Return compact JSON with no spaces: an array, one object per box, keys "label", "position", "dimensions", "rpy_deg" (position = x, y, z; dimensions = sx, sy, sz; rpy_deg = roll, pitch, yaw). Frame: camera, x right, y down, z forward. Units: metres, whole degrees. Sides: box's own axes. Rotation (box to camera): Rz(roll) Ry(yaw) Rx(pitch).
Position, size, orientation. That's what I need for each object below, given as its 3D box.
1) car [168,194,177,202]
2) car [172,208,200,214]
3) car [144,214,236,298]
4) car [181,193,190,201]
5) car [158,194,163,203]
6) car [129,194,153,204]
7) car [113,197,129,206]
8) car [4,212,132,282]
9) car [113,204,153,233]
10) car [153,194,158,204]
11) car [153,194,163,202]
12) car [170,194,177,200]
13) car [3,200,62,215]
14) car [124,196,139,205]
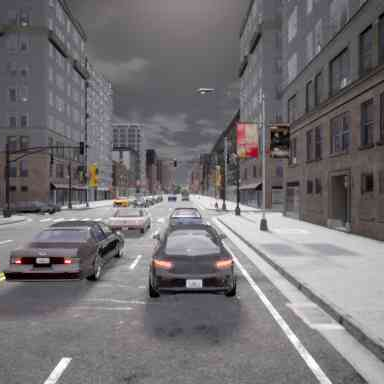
[{"label":"car","position":[-4.833,1.494,80.301],"dimensions":[1.882,1.535,5.008],"rpy_deg":[0,0,-1]},{"label":"car","position":[-0.331,1.551,18.031],"dimensions":[2.033,1.411,5.357],"rpy_deg":[0,0,-1]},{"label":"car","position":[-0.037,1.527,8.444],"dimensions":[1.812,1.442,4.674],"rpy_deg":[0,0,-2]},{"label":"car","position":[-1.592,1.612,80.813],"dimensions":[1.895,1.301,4.718],"rpy_deg":[0,0,-1]},{"label":"car","position":[-7.863,1.546,69.261],"dimensions":[2.128,1.511,4.902],"rpy_deg":[0,0,-1]},{"label":"car","position":[-7.568,1.508,50.038],"dimensions":[2.128,1.511,4.902],"rpy_deg":[0,0,-1]},{"label":"car","position":[-10.851,1.495,51.511],"dimensions":[1.882,1.535,5.008],"rpy_deg":[0,0,-1]},{"label":"car","position":[-3.313,1.548,9.783],"dimensions":[2.033,1.411,5.357],"rpy_deg":[0,0,-1]},{"label":"car","position":[-3.510,1.605,19.448],"dimensions":[1.895,1.301,4.718],"rpy_deg":[0,0,-1]},{"label":"car","position":[-7.738,1.511,59.391],"dimensions":[2.128,1.511,4.902],"rpy_deg":[0,0,-1]},{"label":"car","position":[-8.068,1.362,79.492],"dimensions":[2.097,1.767,4.553],"rpy_deg":[0,0,-1]},{"label":"car","position":[-5.043,1.388,90.719],"dimensions":[1.837,1.490,4.892],"rpy_deg":[0,0,-1]},{"label":"car","position":[-15.746,1.539,32.852],"dimensions":[5.357,1.411,2.033],"rpy_deg":[0,0,9]},{"label":"car","position":[-11.001,1.545,60.733],"dimensions":[1.812,1.442,4.674],"rpy_deg":[0,0,-1]}]
